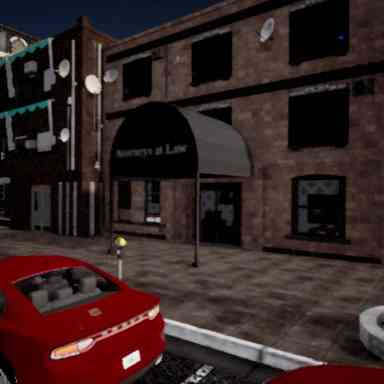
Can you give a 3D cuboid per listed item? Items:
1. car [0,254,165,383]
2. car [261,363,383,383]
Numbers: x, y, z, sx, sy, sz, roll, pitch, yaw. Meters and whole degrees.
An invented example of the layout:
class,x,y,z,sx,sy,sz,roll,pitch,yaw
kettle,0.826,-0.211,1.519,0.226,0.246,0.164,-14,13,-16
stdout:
class,x,y,z,sx,sy,sz,roll,pitch,yaw
car,-2.436,1.581,4.674,4.507,1.381,1.887,-1,1,35
car,2.144,1.574,1.375,4.206,1.307,1.802,-1,1,35
